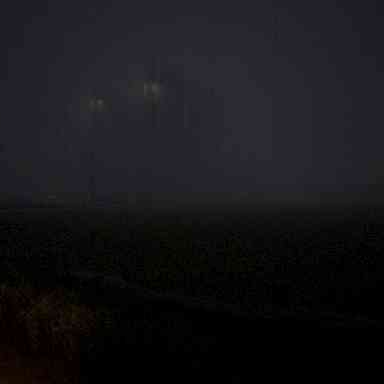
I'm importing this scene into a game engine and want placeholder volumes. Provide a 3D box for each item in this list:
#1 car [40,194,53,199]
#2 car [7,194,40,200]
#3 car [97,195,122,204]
[{"bbox_3d":[-30.750,1.173,69.204,4.902,1.511,2.128,0,0,38],"label":"car"},{"bbox_3d":[-30.295,1.162,59.024,2.242,1.667,4.611,0,0,39],"label":"car"},{"bbox_3d":[-13.955,1.238,56.045,5.008,1.535,1.882,1,1,39],"label":"car"}]
